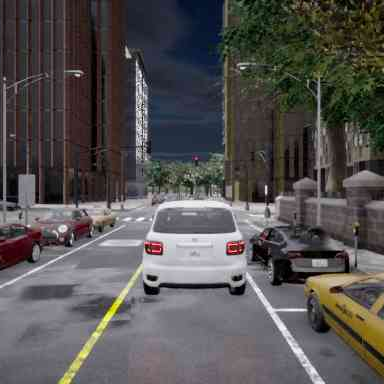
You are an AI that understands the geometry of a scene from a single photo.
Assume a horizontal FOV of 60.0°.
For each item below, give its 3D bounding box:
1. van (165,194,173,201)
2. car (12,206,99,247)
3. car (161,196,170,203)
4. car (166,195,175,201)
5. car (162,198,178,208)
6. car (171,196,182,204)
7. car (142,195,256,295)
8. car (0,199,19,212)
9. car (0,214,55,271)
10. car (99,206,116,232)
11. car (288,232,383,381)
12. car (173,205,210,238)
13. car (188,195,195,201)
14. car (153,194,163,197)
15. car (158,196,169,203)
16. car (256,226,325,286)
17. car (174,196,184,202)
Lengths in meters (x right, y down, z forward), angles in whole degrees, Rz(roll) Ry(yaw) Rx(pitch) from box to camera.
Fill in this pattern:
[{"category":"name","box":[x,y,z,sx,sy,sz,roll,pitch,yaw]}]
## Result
[{"category":"van","box":[-5.824,1.371,84.747,1.690,1.788,3.998,0,0,0]},{"category":"car","box":[-5.775,1.441,14.694,1.967,1.590,4.097,0,0,0]},{"category":"car","box":[-5.816,1.548,73.701,1.752,1.417,4.829,0,0,0]},{"category":"car","box":[-5.827,1.585,90.184,2.008,1.369,4.403,0,0,0]},{"category":"car","box":[-3.130,1.574,48.122,1.994,1.385,4.181,0,0,0]},{"category":"car","box":[-3.069,1.583,66.991,1.994,1.385,4.181,0,0,1]},{"category":"car","box":[0.060,1.222,8.835,2.150,2.045,5.566,0,0,0]},{"category":"car","box":[-19.194,1.202,31.543,5.357,1.411,2.033,1,0,-5]},{"category":"car","box":[-5.771,1.545,9.237,1.887,1.381,4.507,0,0,0]},{"category":"car","box":[-5.778,1.527,19.981,1.752,1.417,4.829,0,0,0]},{"category":"car","box":[2.758,1.525,3.958,1.752,1.417,4.829,0,0,0]},{"category":"car","box":[0.010,1.527,18.480,1.812,1.442,4.674,0,0,0]},{"category":"car","box":[-0.063,1.533,88.597,1.837,1.490,4.892,0,0,0]},{"category":"car","box":[-5.805,1.329,57.559,2.192,1.841,5.009,0,0,0]},{"category":"car","box":[-5.812,1.601,68.434,1.802,1.307,4.206,0,0,0]},{"category":"car","box":[2.754,1.566,9.245,1.947,1.339,4.313,0,0,0]},{"category":"car","box":[-3.055,1.558,77.331,2.033,1.411,5.357,0,0,0]}]
